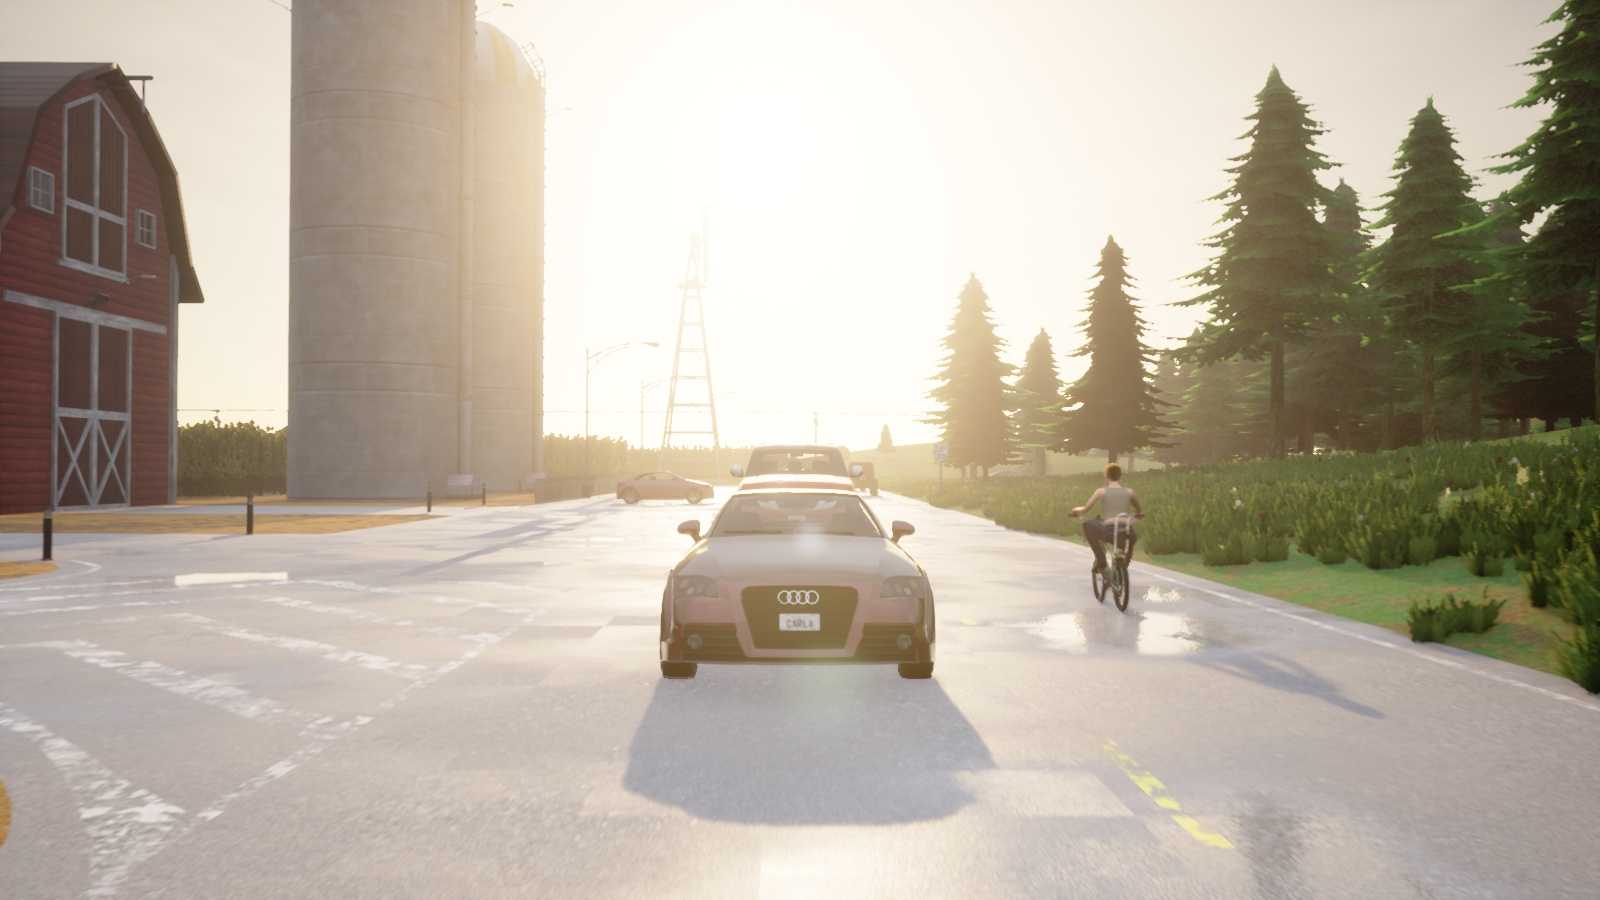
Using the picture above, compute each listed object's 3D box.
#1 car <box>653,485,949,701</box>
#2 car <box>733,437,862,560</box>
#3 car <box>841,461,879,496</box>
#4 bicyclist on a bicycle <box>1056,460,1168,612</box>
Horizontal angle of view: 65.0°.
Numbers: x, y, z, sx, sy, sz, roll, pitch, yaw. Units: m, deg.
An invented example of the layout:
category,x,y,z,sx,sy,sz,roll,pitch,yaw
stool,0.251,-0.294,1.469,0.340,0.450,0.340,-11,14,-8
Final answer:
category,x,y,z,sx,sy,sz,roll,pitch,yaw
car,-0.031,1.021,10.568,1.994,1.385,4.181,0,-1,-1
car,-0.060,0.860,23.843,2.150,2.045,5.566,0,-1,0
car,3.333,1.555,70.016,1.905,1.878,3.866,0,-1,0
bicyclist on a bicycle,3.470,0.927,14.095,0.866,1.612,1.509,0,-1,0
